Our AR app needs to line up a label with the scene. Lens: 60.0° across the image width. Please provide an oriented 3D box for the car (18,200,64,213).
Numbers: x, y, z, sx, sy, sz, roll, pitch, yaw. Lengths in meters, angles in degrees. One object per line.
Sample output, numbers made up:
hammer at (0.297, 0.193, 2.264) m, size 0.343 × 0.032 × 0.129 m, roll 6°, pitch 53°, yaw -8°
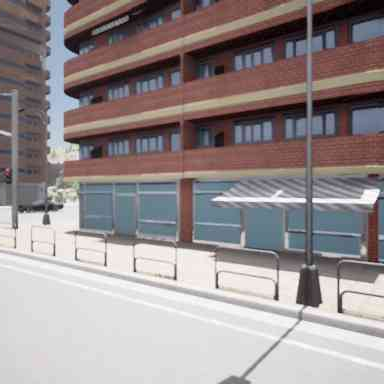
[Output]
car at (-16.343, 1.545, 35.754) m, size 1.895 × 1.301 × 4.718 m, roll 0°, pitch 0°, yaw 36°
